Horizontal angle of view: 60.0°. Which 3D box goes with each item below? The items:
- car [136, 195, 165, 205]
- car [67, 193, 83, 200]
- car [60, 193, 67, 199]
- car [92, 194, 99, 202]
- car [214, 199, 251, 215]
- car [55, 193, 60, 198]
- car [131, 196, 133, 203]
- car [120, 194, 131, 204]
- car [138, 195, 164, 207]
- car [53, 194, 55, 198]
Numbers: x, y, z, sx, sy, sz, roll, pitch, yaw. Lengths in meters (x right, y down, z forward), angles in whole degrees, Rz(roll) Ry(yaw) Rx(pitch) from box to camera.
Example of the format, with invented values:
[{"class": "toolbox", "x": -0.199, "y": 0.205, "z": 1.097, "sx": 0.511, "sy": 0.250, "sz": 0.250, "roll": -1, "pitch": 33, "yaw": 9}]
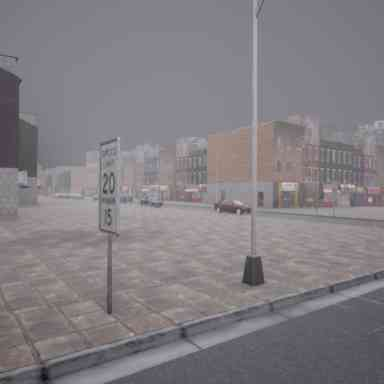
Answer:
[{"class": "car", "x": -6.244, "y": 1.195, "z": 49.951, "sx": 2.033, "sy": 1.411, "sz": 5.357, "roll": 1, "pitch": 0, "yaw": -35}, {"class": "car", "x": -24.647, "y": 0.965, "z": 71.279, "sx": 2.008, "sy": 1.369, "sz": 4.403, "roll": 1, "pitch": 0, "yaw": -35}, {"class": "car", "x": -27.824, "y": 0.924, "z": 75.761, "sx": 1.887, "sy": 1.381, "sz": 4.507, "roll": 1, "pitch": 0, "yaw": -35}, {"class": "car", "x": -16.142, "y": 1.019, "z": 58.611, "sx": 1.837, "sy": 1.490, "sz": 4.892, "roll": 1, "pitch": 0, "yaw": -35}, {"class": "car", "x": 3.947, "y": 1.367, "z": 30.943, "sx": 1.887, "sy": 1.381, "sz": 4.507, "roll": 1, "pitch": 0, "yaw": -35}, {"class": "car", "x": -31.002, "y": 0.892, "z": 80.243, "sx": 1.887, "sy": 1.381, "sz": 4.507, "roll": 1, "pitch": 0, "yaw": -35}, {"class": "car", "x": -11.904, "y": 1.073, "z": 57.854, "sx": 1.837, "sy": 1.490, "sz": 4.892, "roll": 1, "pitch": 0, "yaw": -35}, {"class": "car", "x": -12.089, "y": 1.047, "z": 52.903, "sx": 1.882, "sy": 1.535, "sz": 5.008, "roll": 1, "pitch": 0, "yaw": -35}, {"class": "car", "x": -5.584, "y": 1.230, "z": 44.388, "sx": 1.947, "sy": 1.339, "sz": 4.313, "roll": 1, "pitch": 0, "yaw": -35}, {"class": "car", "x": -34.080, "y": 0.843, "z": 84.586, "sx": 1.752, "sy": 1.417, "sz": 4.829, "roll": 1, "pitch": 0, "yaw": -35}]
